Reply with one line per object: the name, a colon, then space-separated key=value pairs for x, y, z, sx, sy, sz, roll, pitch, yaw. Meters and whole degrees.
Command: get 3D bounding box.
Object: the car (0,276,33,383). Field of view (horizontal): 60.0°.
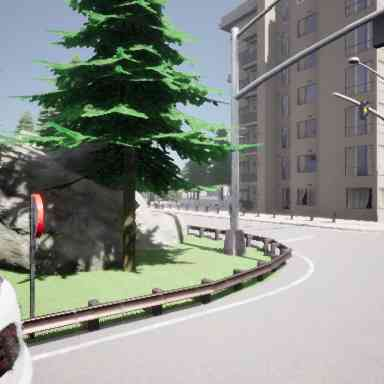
car: x=-3.755 y=1.221 z=1.407 sx=5.566 sy=2.045 sz=2.150 roll=0 pitch=0 yaw=-36
